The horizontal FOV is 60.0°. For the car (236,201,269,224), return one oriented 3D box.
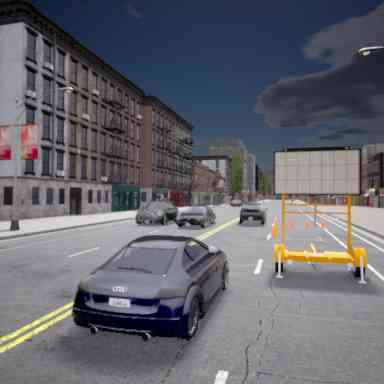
[{"bbox_3d":[4.866,1.658,26.174,1.837,1.490,4.892,0,-1,15],"label":"car"}]

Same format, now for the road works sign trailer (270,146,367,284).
[{"bbox_3d":[3.654,0.490,9.881,2.380,3.560,2.880,0,0,15],"label":"road works sign trailer"}]

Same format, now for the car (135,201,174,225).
[{"bbox_3d":[-2.471,1.464,24.750,2.097,1.767,4.553,0,-1,15],"label":"car"}]

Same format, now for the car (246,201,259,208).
[{"bbox_3d":[11.546,2.354,63.246,1.895,1.301,4.718,0,-1,16],"label":"car"}]

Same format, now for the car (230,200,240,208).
[{"bbox_3d":[8.665,2.247,65.004,1.882,1.535,5.008,0,-1,16],"label":"car"}]

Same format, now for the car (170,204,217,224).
[{"bbox_3d":[0.460,1.654,23.169,2.033,1.411,5.357,0,0,15],"label":"car"}]

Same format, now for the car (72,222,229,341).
[{"bbox_3d":[-0.497,1.572,6.719,1.994,1.385,4.181,0,0,16],"label":"car"}]
